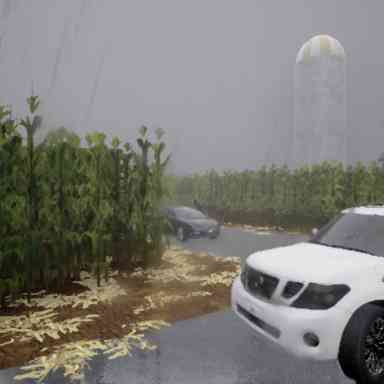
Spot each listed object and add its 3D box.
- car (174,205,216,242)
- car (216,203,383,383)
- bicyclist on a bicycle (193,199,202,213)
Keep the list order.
[{"bbox_3d":[-0.552,1.424,16.059,1.837,1.490,4.892,1,0,-34],"label":"car"},{"bbox_3d":[3.432,1.210,5.427,5.566,2.045,2.150,-1,-1,-19],"label":"car"},{"bbox_3d":[0.359,1.411,26.119,1.656,1.620,0.582,1,0,-35],"label":"bicyclist on a bicycle"}]
